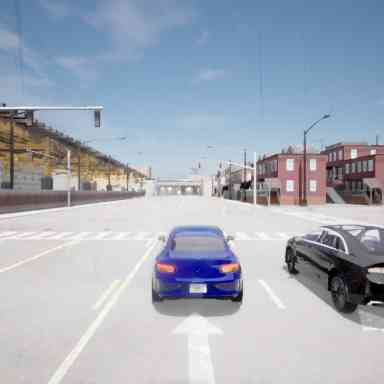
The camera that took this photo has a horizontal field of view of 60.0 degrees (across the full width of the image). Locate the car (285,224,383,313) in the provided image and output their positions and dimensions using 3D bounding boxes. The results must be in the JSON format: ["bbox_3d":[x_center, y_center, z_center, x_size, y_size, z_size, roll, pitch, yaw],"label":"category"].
[{"bbox_3d":[3.609,1.491,7.650,2.128,1.511,4.902,0,0,-1],"label":"car"}]

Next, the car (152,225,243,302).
[{"bbox_3d":[0.106,1.526,8.142,1.812,1.442,4.674,0,0,0],"label":"car"}]
